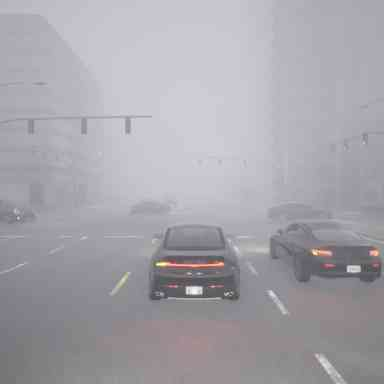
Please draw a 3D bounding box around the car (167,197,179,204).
[{"bbox_3d":[-3.553,1.601,63.317,1.895,1.301,4.718,0,0,1],"label":"car"}]

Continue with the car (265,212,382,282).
[{"bbox_3d":[3.563,1.526,9.601,1.812,1.442,4.674,0,0,0],"label":"car"}]

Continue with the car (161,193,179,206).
[{"bbox_3d":[-3.606,1.221,53.344,2.150,2.045,5.566,0,0,1],"label":"car"}]

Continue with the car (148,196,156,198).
[{"bbox_3d":[-7.101,1.547,50.103,2.033,1.411,5.357,0,0,0],"label":"car"}]

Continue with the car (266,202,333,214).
[{"bbox_3d":[7.999,1.505,24.892,4.892,1.490,1.837,0,0,1],"label":"car"}]

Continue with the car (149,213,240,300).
[{"bbox_3d":[0.057,1.505,8.345,1.837,1.490,4.892,0,0,0],"label":"car"}]

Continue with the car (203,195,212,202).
[{"bbox_3d":[3.500,1.500,74.698,1.837,1.490,4.892,0,0,0],"label":"car"}]

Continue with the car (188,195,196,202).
[{"bbox_3d":[-0.004,1.364,73.853,2.128,1.511,4.902,0,0,0],"label":"car"}]

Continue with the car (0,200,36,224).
[{"bbox_3d":[-13.740,1.351,24.235,4.553,1.767,2.097,0,0,14],"label":"car"}]

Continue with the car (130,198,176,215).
[{"bbox_3d":[-4.201,1.564,33.931,4.181,1.385,1.994,0,0,-41],"label":"car"}]

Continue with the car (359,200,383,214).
[{"bbox_3d":[20.844,1.547,35.464,5.357,1.411,2.033,0,0,1],"label":"car"}]

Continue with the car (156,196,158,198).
[{"bbox_3d":[-7.073,1.477,59.926,1.882,1.535,5.008,0,0,0],"label":"car"}]
